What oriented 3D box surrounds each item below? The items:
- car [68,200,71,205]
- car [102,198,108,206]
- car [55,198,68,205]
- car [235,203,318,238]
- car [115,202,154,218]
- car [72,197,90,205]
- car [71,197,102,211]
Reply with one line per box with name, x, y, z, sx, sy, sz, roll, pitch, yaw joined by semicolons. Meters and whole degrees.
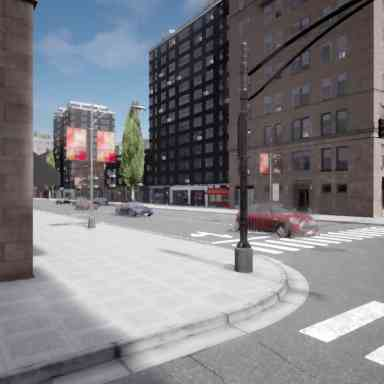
car;-18.945;1.743;56.290;1.812;1.442;4.674;0;0;-36
car;-16.229;1.714;58.073;2.128;1.511;4.902;0;0;-36
car;-25.310;1.857;65.105;1.895;1.301;4.718;0;0;-36
car;4.446;1.393;17.978;2.097;1.767;4.553;0;0;-36
car;-5.639;1.655;31.954;2.033;1.411;5.357;0;0;-36
car;-22.135;1.749;66.259;2.128;1.511;4.902;0;0;-36
car;-13.741;1.724;43.228;1.994;1.385;4.181;0;0;-36
